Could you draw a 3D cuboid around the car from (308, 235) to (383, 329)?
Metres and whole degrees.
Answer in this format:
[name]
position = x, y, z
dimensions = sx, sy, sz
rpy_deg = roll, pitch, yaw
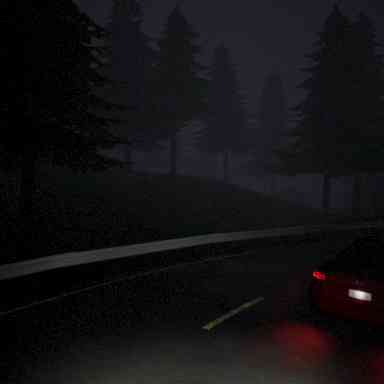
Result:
[car]
position = 4.008, 1.568, 6.621
dimensions = 1.994, 1.385, 4.181
rpy_deg = 1, 1, 44

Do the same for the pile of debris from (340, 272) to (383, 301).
[pile of debris]
position = 4.580, 2.185, 7.627
dimensions = 1.860, 0.140, 1.500
rpy_deg = 0, 0, -39
